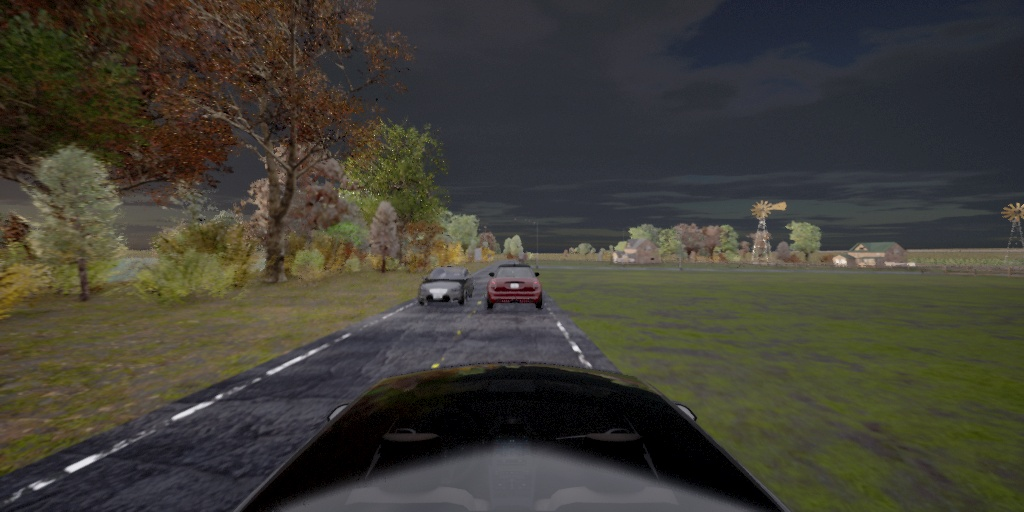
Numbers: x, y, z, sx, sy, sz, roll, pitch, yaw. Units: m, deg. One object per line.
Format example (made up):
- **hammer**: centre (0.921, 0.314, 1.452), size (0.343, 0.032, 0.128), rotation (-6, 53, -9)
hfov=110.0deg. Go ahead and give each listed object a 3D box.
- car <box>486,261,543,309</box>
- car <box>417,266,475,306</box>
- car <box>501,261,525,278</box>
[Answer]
- **car**: centre (0.098, 1.090, 15.022), size (2.097, 1.767, 4.553), rotation (0, 0, 0)
- **car**: centre (-2.753, 1.229, 15.773), size (2.128, 1.511, 4.902), rotation (0, 0, 0)
- **car**: centre (0.095, 1.215, 33.986), size (2.128, 1.511, 4.902), rotation (0, 0, 0)
